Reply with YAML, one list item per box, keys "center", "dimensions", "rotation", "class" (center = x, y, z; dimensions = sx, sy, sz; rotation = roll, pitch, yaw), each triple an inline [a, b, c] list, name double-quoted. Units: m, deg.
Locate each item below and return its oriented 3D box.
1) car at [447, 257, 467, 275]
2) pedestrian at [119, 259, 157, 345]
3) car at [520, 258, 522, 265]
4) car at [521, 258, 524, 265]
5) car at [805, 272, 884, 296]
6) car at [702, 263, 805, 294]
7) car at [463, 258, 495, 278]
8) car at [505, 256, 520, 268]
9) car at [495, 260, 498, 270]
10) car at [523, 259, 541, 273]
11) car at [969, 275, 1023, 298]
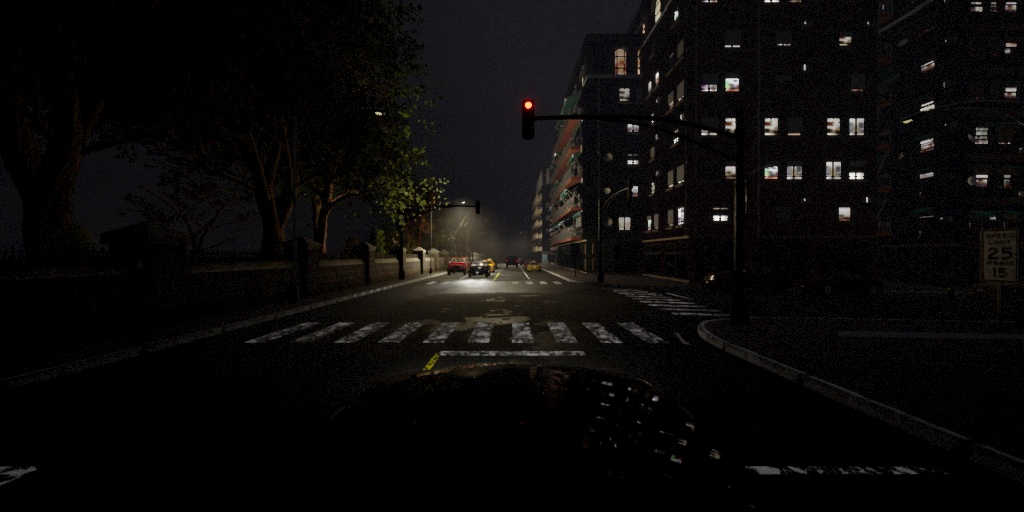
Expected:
- center: [-5.691, 1.069, 38.820]
  dimensions: [2.192, 1.841, 5.009]
  rotation: [0, 0, 0]
  class: "car"
- center: [-7.654, 0.893, 7.391]
  dimensions: [0.375, 1.860, 0.375]
  rotation: [0, 0, 0]
  class: "pedestrian"
- center: [2.689, 1.315, 55.427]
  dimensions: [2.007, 1.370, 4.403]
  rotation: [0, 0, 0]
  class: "car"
- center: [2.689, 1.306, 49.891]
  dimensions: [1.888, 1.381, 4.507]
  rotation: [0, 0, 0]
  class: "car"
- center: [20.293, 1.671, 22.255]
  dimensions: [4.507, 1.381, 1.888]
  rotation: [0, 0, 0]
  class: "car"
- center: [14.598, 1.338, 22.236]
  dimensions: [5.009, 1.841, 2.192]
  rotation: [0, 0, 0]
  class: "car"
- center: [-3.088, 1.245, 34.761]
  dimensions: [2.128, 1.511, 4.902]
  rotation: [0, 0, 0]
  class: "car"
- center: [-0.001, 0.993, 63.751]
  dimensions: [2.150, 2.045, 5.566]
  rotation: [0, 0, 0]
  class: "car"
- center: [-3.092, 1.235, 44.262]
  dimensions: [1.882, 1.535, 5.008]
  rotation: [0, 0, 0]
  class: "car"
- center: [2.689, 1.283, 44.526]
  dimensions: [1.751, 1.417, 4.829]
  rotation: [0, 0, 0]
  class: "car"
- center: [31.515, 1.857, 22.290]
  dimensions: [4.829, 1.417, 1.751]
  rotation: [0, 0, 0]
  class: "car"
